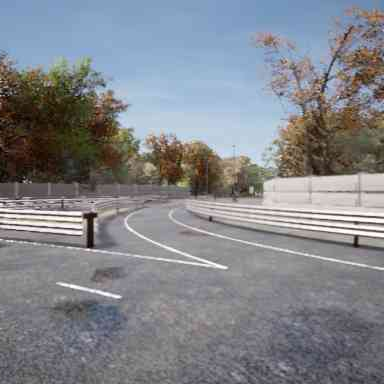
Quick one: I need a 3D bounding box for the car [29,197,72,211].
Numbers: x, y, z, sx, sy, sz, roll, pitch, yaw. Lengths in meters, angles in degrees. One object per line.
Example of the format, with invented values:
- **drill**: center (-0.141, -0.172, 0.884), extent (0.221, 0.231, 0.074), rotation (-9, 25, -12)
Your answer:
- **car**: center (-16.179, 1.337, 38.033), extent (4.674, 1.442, 1.812), rotation (0, 0, -42)
